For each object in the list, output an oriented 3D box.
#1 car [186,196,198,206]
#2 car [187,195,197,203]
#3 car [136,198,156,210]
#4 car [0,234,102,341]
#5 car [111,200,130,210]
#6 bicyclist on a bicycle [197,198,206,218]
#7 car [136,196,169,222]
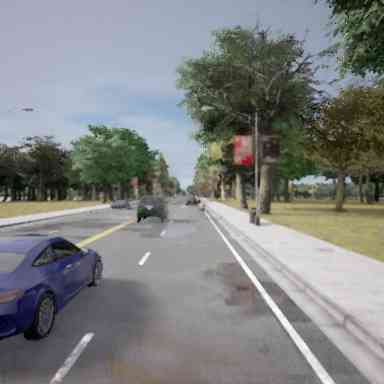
[{"bbox_3d":[0.015,1.570,58.899,2.097,1.767,4.553,0,0,0],"label":"car"},{"bbox_3d":[-0.048,1.637,75.262,2.097,1.767,4.553,0,0,0],"label":"car"},{"bbox_3d":[-6.598,1.675,48.260,2.128,1.511,4.902,0,0,0],"label":"car"},{"bbox_3d":[-3.156,1.552,6.441,1.812,1.442,4.674,0,0,0],"label":"car"},{"bbox_3d":[-9.858,1.739,46.099,1.994,1.385,4.181,0,0,0],"label":"car"},{"bbox_3d":[0.886,1.554,29.979,0.866,1.612,1.509,0,0,0],"label":"bicyclist on a bicycle"},{"bbox_3d":[-3.180,1.329,27.403,2.150,2.045,5.566,0,0,0],"label":"car"}]
